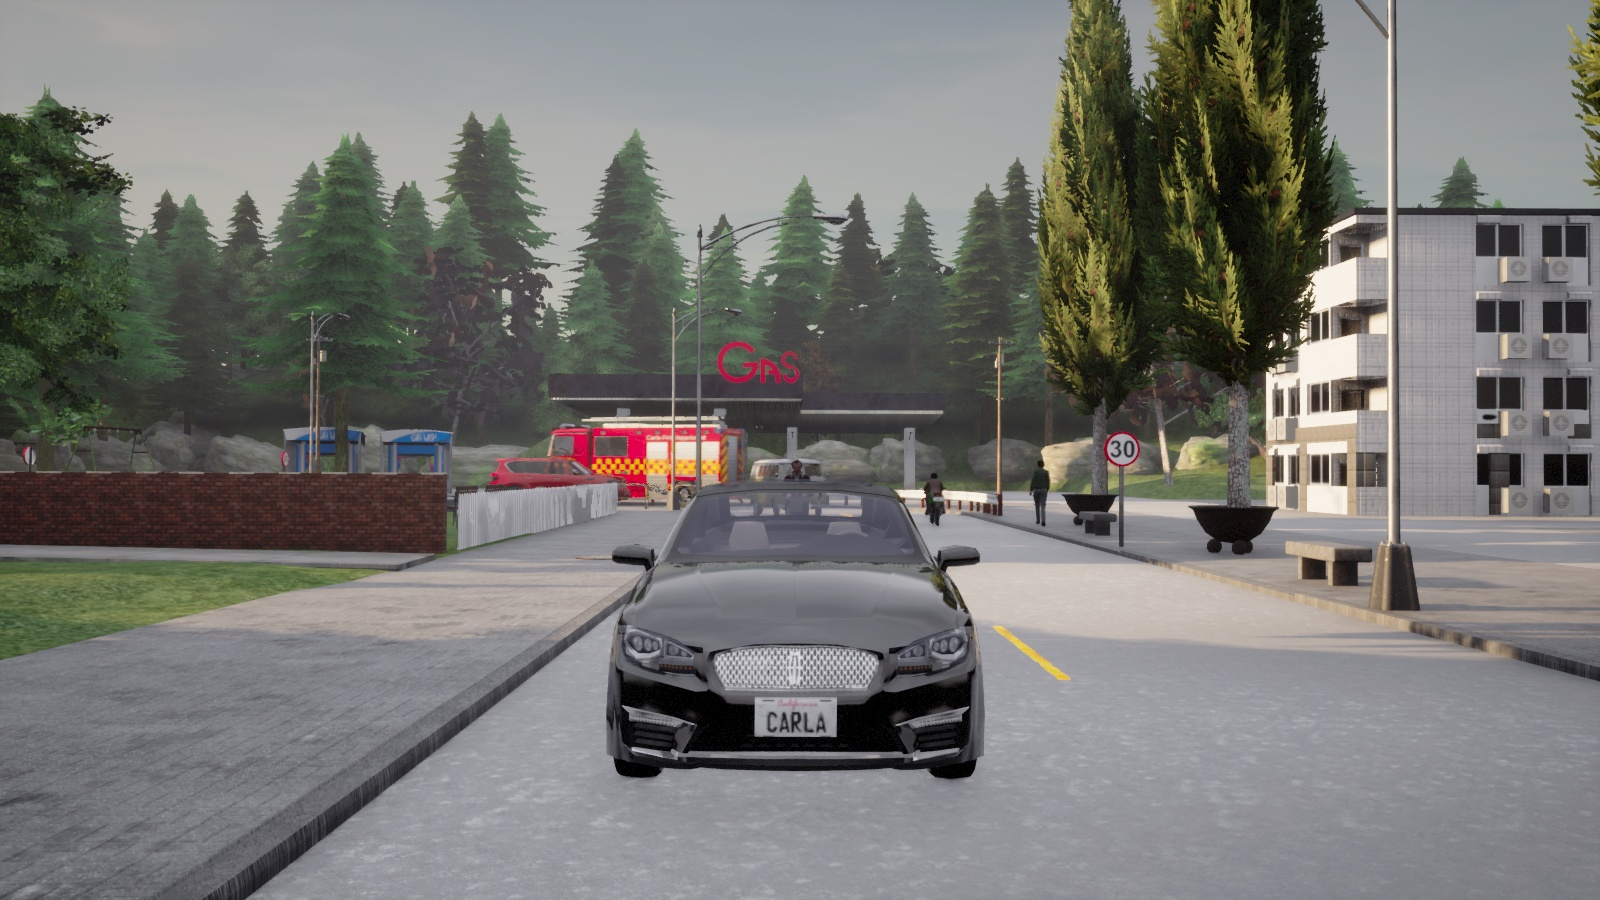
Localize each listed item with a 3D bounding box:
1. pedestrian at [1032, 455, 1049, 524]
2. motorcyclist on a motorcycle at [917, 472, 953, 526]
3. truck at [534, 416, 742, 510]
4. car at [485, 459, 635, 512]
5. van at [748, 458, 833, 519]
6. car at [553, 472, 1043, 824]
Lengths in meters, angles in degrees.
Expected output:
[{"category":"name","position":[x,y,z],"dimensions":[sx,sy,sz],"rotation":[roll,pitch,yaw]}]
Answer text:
[{"category":"pedestrian","position":[6.526,1.069,34.080],"dimensions":[0.353,1.847,0.614],"rotation":[0,-1,4]},{"category":"motorcyclist on a motorcycle","position":[3.921,1.395,36.644],"dimensions":[0.797,1.523,2.044],"rotation":[0,-1,0]},{"category":"truck","position":[-6.990,0.586,54.077],"dimensions":[8.468,3.827,2.891],"rotation":[0,-1,18]},{"category":"car","position":[-9.536,1.412,50.187],"dimensions":[5.566,2.045,2.150],"rotation":[0,-1,0]},{"category":"van","position":[-0.393,1.287,42.853],"dimensions":[1.775,1.987,4.442],"rotation":[0,-1,-16]},{"category":"car","position":[-0.019,0.903,7.912],"dimensions":[2.128,1.511,4.902],"rotation":[0,-1,0]}]
